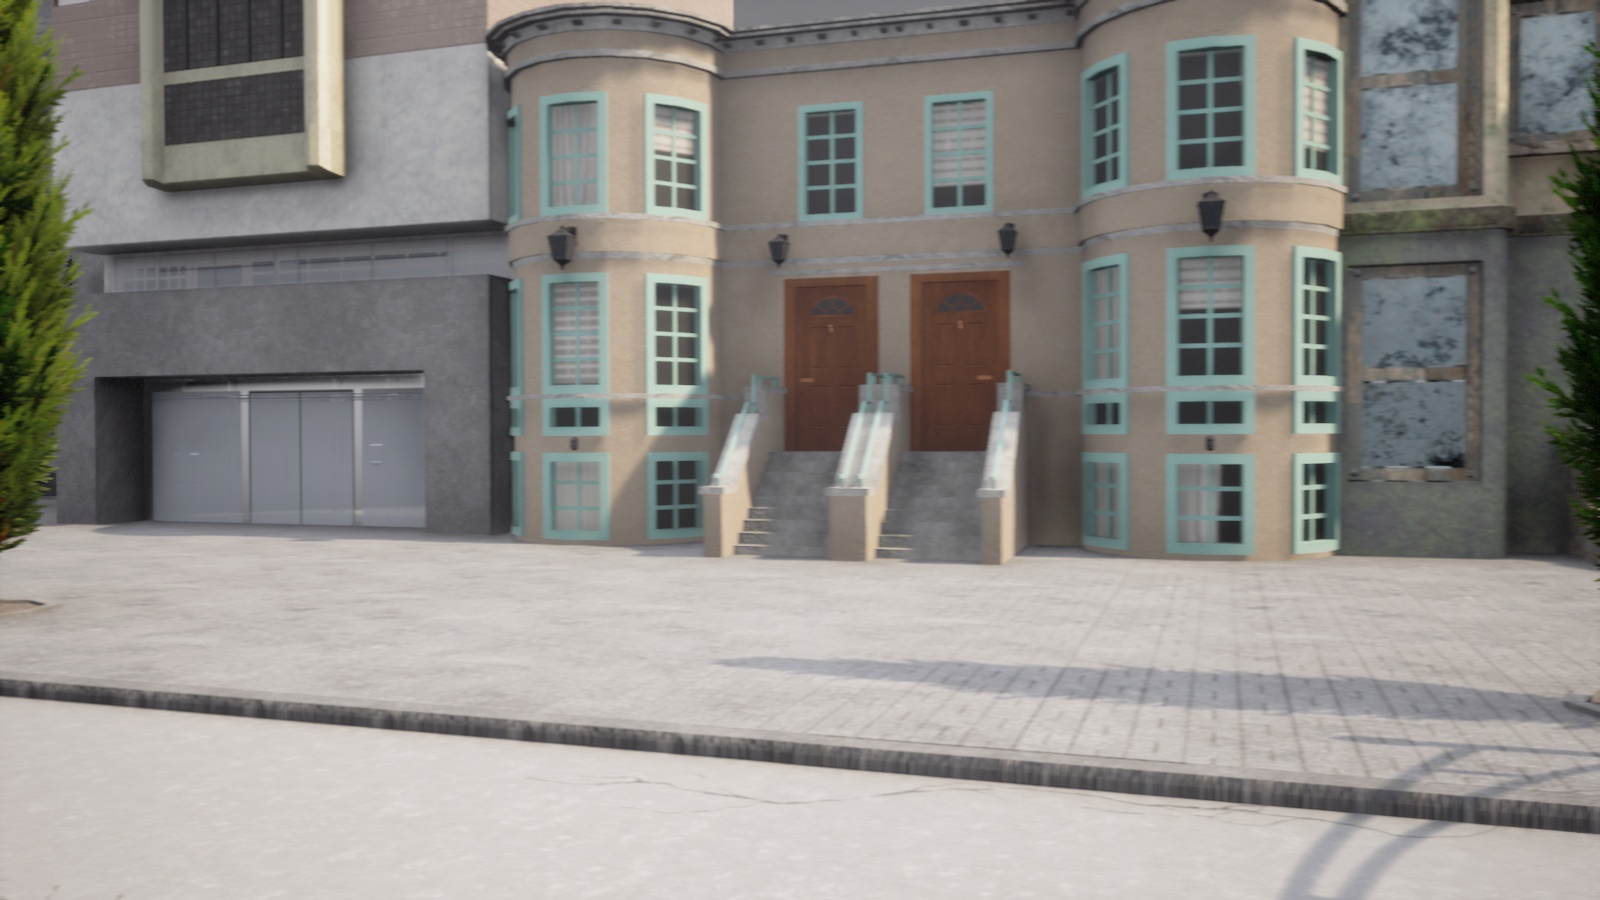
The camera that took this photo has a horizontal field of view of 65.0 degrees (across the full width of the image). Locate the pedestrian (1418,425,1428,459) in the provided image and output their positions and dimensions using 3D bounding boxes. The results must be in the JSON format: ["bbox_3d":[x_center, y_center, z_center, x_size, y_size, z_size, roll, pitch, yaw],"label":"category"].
[{"bbox_3d":[35.489,-0.475,71.510,0.396,1.930,0.692,0,1,17],"label":"pedestrian"}]
